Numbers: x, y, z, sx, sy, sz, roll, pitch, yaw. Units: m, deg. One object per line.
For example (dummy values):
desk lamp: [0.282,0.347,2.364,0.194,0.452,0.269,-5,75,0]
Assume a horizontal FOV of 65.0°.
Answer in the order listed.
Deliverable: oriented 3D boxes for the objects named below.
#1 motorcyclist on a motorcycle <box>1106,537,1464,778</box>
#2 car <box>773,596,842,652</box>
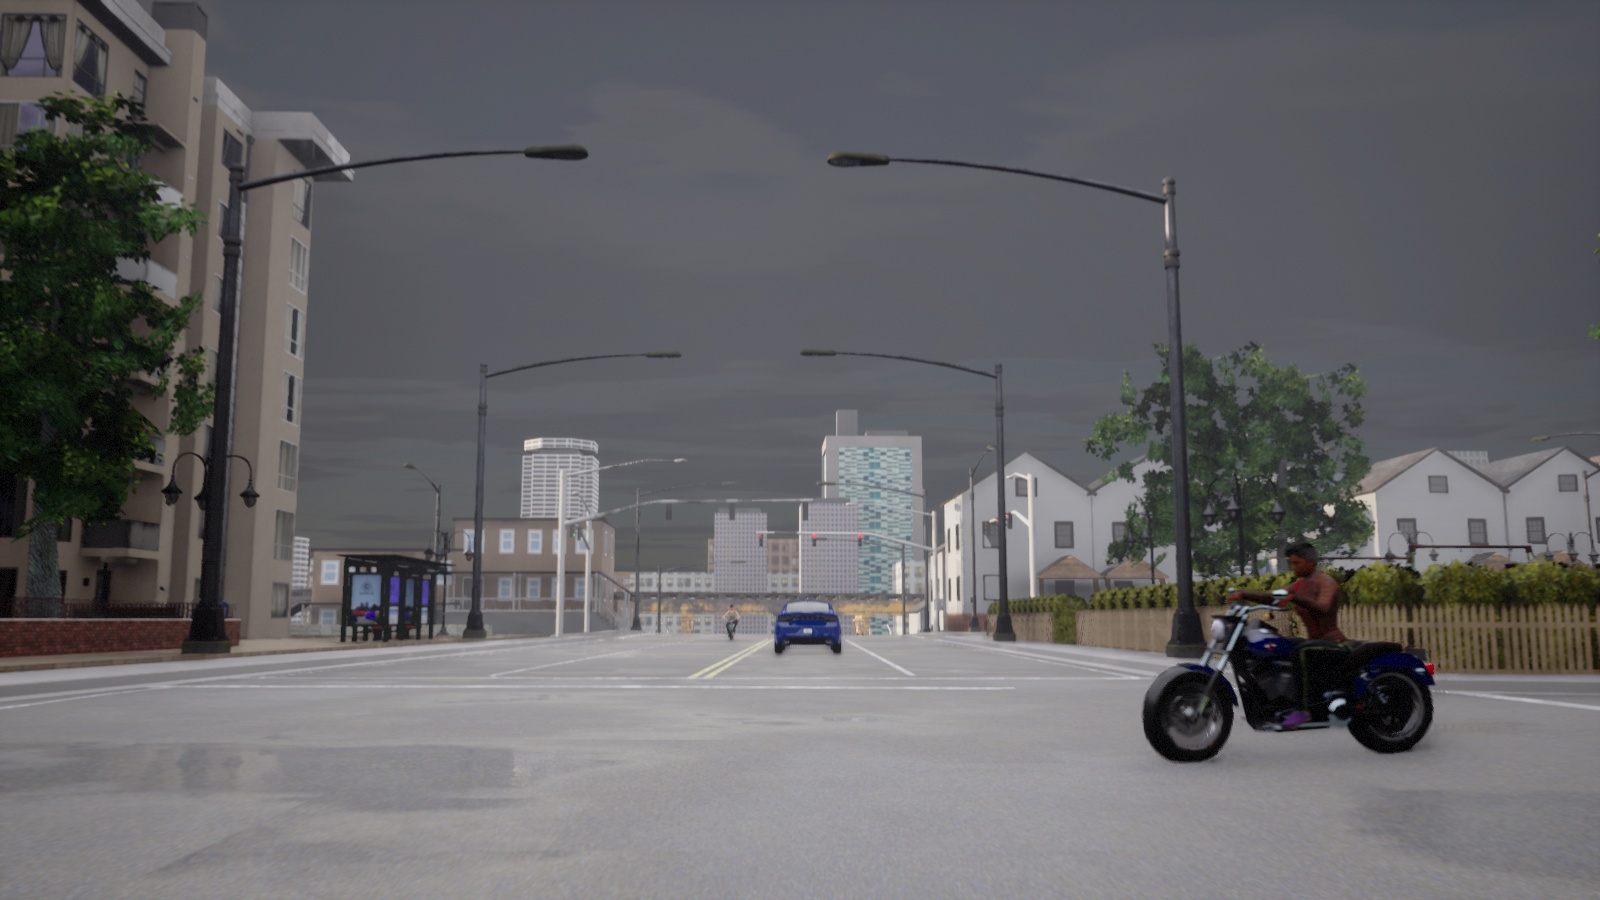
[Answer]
motorcyclist on a motorcycle: [3.606,1.511,9.442,2.350,1.649,0.766,0,-6,-9]
car: [0.222,5.108,36.948,1.882,1.535,5.008,0,-8,0]
